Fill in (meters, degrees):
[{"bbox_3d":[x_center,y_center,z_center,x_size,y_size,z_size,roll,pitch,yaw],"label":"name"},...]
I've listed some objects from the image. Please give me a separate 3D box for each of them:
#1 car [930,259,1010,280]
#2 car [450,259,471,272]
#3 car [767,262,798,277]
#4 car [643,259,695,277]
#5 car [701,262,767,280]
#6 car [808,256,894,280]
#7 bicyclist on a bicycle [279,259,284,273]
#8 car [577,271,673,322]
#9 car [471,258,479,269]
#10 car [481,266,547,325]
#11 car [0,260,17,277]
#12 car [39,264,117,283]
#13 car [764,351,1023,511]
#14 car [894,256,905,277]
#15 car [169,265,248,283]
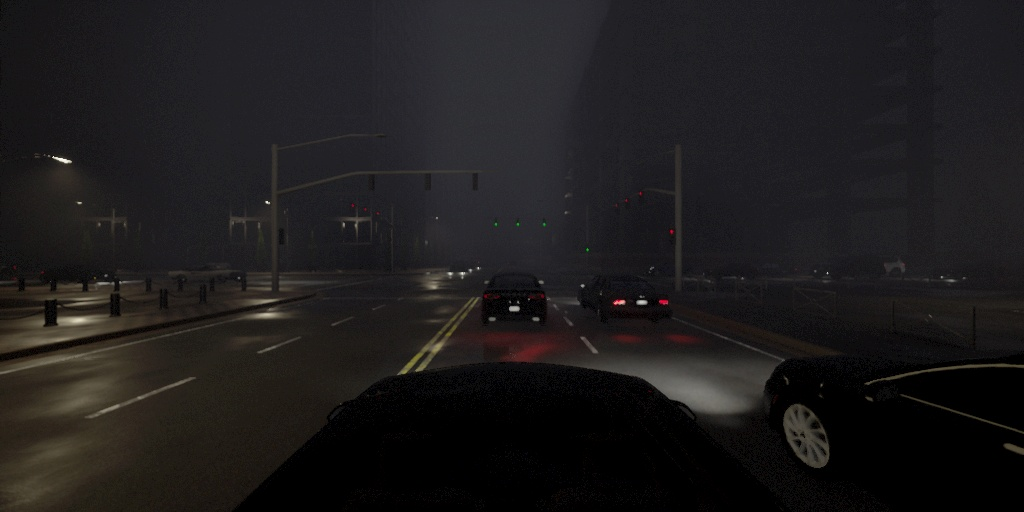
[{"bbox_3d":[39.891,1.253,31.519,5.008,1.535,1.882,0,0,0],"label":"car"},{"bbox_3d":[-7.127,1.355,48.422,1.882,1.535,5.008,0,0,0],"label":"car"},{"bbox_3d":[24.675,1.332,34.976,5.357,1.411,2.033,0,0,0],"label":"car"},{"bbox_3d":[15.206,1.137,34.958,4.553,1.767,2.097,0,0,0],"label":"car"},{"bbox_3d":[19.133,1.301,31.432,4.674,1.442,1.812,0,0,0],"label":"car"},{"bbox_3d":[29.399,0.997,31.495,5.566,2.045,2.150,0,0,0],"label":"car"},{"bbox_3d":[-25.435,1.097,39.232,0.582,1.620,1.656,0,0,0],"label":"bicyclist on a bicycle"},{"bbox_3d":[3.574,1.326,12.320,2.033,1.411,5.357,0,0,0],"label":"car"},{"bbox_3d":[-7.122,1.453,58.934,2.033,1.411,5.357,0,0,0],"label":"car"},{"bbox_3d":[0.070,1.256,11.987,1.882,1.535,5.008,0,0,0],"label":"car"},{"bbox_3d":[-51.200,1.136,34.662,4.553,1.767,2.097,0,0,0],"label":"car"},{"bbox_3d":[-32.934,1.328,27.297,4.181,1.385,1.994,0,0,-1],"label":"car"},{"bbox_3d":[3.599,1.255,1.828,1.837,1.490,4.892,0,0,0],"label":"car"},{"bbox_3d":[34.865,1.007,35.014,5.566,2.045,2.150,0,0,0],"label":"car"},{"bbox_3d":[-22.966,1.365,27.270,4.718,1.301,1.895,0,0,0],"label":"car"}]
